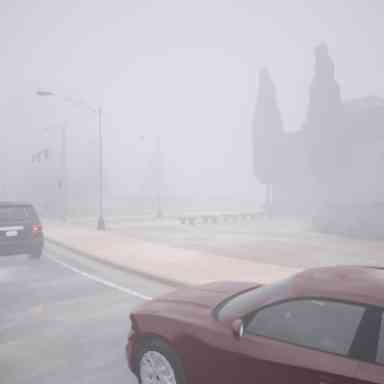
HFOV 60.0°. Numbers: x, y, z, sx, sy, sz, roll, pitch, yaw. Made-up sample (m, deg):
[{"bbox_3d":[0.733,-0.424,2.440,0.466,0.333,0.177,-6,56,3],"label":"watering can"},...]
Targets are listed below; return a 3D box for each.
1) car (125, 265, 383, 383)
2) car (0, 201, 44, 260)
[{"bbox_3d":[1.494,1.487,3.171,5.008,1.535,1.882,-1,0,37],"label":"car"},{"bbox_3d":[-7.117,1.342,12.143,2.150,2.045,5.566,0,0,-39],"label":"car"}]
